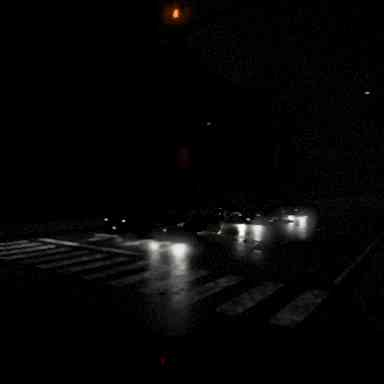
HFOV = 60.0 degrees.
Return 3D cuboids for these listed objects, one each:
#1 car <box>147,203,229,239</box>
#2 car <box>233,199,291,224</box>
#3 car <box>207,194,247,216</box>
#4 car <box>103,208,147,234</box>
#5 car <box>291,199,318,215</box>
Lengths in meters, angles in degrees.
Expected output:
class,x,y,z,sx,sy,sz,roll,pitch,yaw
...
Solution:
class,x,y,z,sx,sy,sz,roll,pitch,yaw
car,-0.031,1.510,17.531,1.812,1.442,4.674,0,0,32
car,5.447,1.526,25.404,2.033,1.411,5.357,0,0,35
car,2.692,1.190,27.132,2.150,2.045,5.566,0,0,35
car,-2.785,1.574,19.268,1.895,1.301,4.718,0,0,37
car,11.413,1.465,33.959,2.128,1.511,4.902,0,0,35
